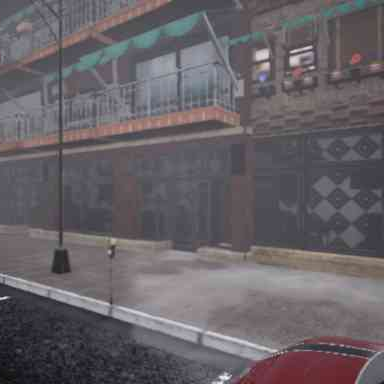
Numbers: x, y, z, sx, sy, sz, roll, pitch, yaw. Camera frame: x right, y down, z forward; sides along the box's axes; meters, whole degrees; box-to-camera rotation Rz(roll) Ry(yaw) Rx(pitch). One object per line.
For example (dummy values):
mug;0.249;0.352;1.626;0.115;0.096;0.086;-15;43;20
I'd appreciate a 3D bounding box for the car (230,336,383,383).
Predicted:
car;1.883;1.433;1.523;4.097;1.590;1.967;-1;0;36
